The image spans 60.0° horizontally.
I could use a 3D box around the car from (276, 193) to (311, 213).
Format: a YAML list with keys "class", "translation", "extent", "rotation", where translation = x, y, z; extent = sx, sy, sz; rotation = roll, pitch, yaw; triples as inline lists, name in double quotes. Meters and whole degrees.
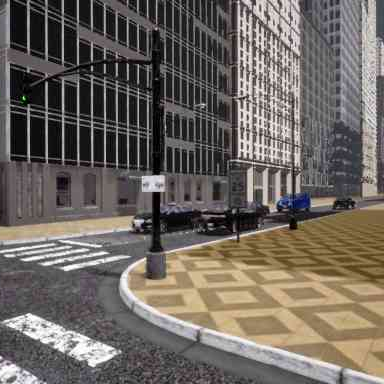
- class: "car"
  translation: [10.986, 1.113, 35.670]
  extent: [2.150, 2.045, 5.566]
  rotation: [0, 0, 37]

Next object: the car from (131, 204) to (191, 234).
- class: "car"
  translation: [-1.349, 1.447, 19.218]
  extent: [2.128, 1.511, 4.902]
  rotation: [0, 0, 37]

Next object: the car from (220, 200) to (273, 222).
- class: "car"
  translation: [4.570, 1.472, 27.120]
  extent: [2.033, 1.411, 5.357]
  rotation: [0, 0, 37]

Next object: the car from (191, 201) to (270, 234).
- class: "car"
  translation: [2.380, 1.429, 18.858]
  extent: [2.128, 1.511, 4.902]
  rotation: [0, 0, 37]

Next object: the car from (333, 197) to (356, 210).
- class: "car"
  translation: [18.683, 1.358, 40.718]
  extent: [1.837, 1.490, 4.892]
  rotation: [0, 0, 37]
